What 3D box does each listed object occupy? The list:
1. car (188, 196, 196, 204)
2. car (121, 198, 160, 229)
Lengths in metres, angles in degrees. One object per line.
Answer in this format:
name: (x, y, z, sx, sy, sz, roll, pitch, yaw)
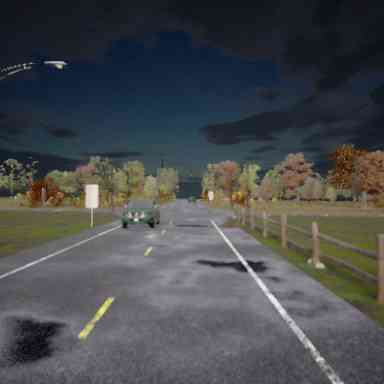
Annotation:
car: (-0.017, 2.208, 93.588, 2.150, 2.045, 5.566, 0, -1, 0)
car: (-3.556, 1.466, 24.082, 2.150, 2.045, 5.566, 0, -1, 0)
